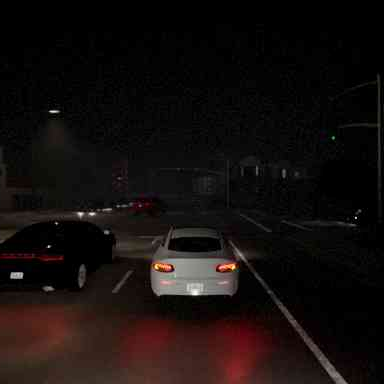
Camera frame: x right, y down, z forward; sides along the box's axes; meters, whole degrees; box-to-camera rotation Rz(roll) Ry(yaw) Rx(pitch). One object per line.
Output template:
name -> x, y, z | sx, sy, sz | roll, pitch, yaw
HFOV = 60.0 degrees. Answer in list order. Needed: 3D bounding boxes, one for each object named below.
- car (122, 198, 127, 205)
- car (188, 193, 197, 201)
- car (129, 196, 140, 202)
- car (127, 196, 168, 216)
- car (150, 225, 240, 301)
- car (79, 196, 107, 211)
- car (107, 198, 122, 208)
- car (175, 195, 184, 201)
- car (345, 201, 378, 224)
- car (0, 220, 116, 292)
car -> -13.983, 1.893, 68.156 | 2.033, 1.411, 5.357 | 0, 1, 0
car -> 0.022, 1.417, 89.352 | 2.150, 2.045, 5.566 | 0, -1, 0
car -> -13.980, 1.787, 80.558 | 1.895, 1.301, 4.718 | 0, 0, 0
car -> -4.406, 1.499, 35.834 | 2.150, 2.045, 5.566 | 0, -1, 17
car -> 0.069, 1.540, 8.224 | 1.812, 1.442, 4.674 | 0, 0, 0
car -> -14.085, 1.606, 46.906 | 2.150, 2.045, 5.566 | 0, -1, 0
car -> -14.067, 1.920, 56.749 | 2.128, 1.511, 4.902 | 0, 0, 0
car -> -3.478, 1.716, 89.317 | 2.128, 1.511, 4.902 | 0, -1, 0
car -> 14.255, 1.491, 25.542 | 4.553, 1.767, 2.097 | 0, -1, 0
car -> -3.427, 1.498, 9.011 | 1.882, 1.535, 5.008 | 0, 0, 0
